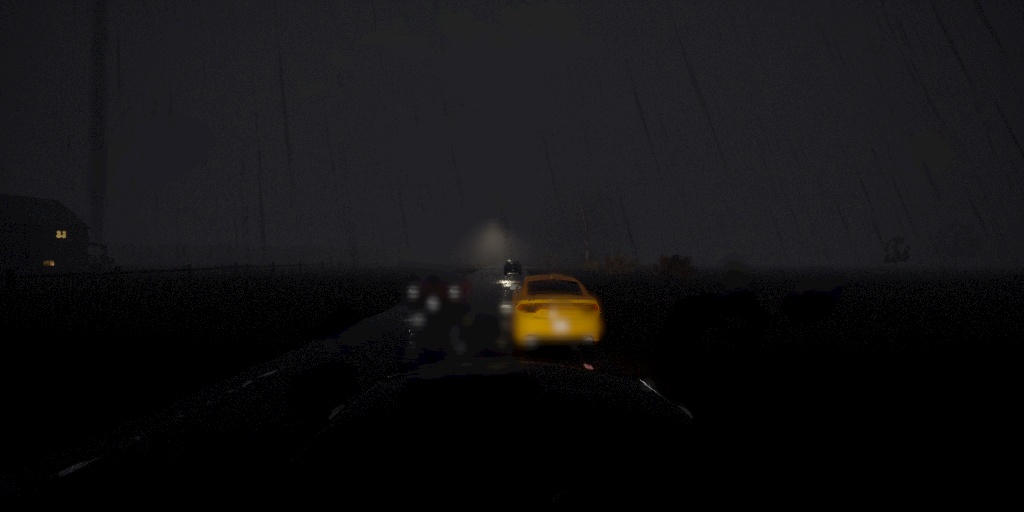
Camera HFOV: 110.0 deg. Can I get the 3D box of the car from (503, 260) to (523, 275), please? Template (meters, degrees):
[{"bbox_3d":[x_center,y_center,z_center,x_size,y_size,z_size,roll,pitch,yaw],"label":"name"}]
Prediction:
[{"bbox_3d":[0.104,1.233,39.177,2.128,1.511,4.902,0,0,0],"label":"car"}]

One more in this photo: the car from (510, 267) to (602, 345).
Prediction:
[{"bbox_3d":[0.967,1.226,9.515,1.882,1.535,5.008,0,0,0],"label":"car"}]

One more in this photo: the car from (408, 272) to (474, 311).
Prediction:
[{"bbox_3d":[-2.743,1.348,14.702,1.895,1.301,4.718,0,0,0],"label":"car"}]
